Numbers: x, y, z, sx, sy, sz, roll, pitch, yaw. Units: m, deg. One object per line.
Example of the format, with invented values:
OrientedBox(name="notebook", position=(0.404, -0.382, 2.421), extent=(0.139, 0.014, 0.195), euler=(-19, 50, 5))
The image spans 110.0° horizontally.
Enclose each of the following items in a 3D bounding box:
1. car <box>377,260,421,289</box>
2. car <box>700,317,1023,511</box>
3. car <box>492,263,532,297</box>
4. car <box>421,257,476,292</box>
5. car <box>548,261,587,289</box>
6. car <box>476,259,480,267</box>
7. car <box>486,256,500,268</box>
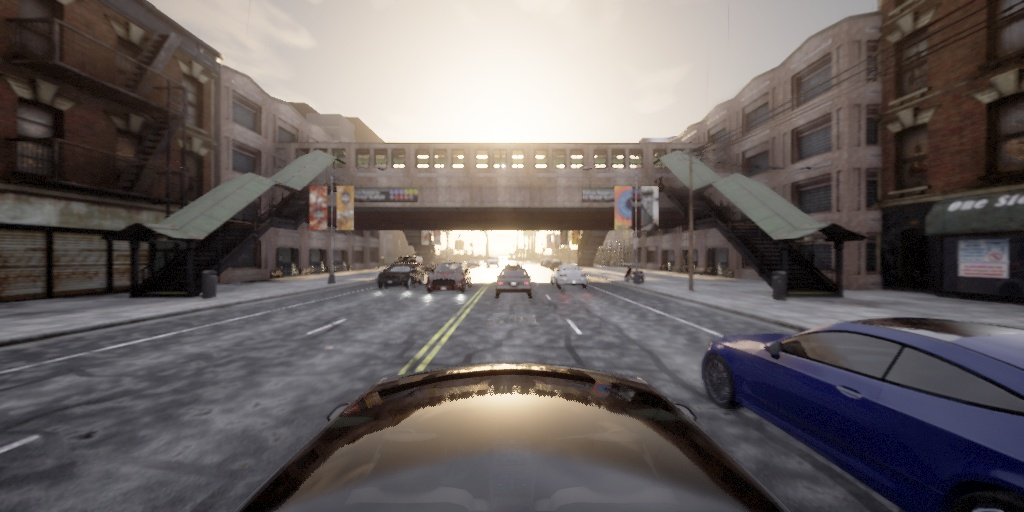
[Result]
OrientedBox(name="car", position=(-7.085, 1.232, 23.316), extent=(1.882, 1.535, 5.008), euler=(0, 0, 0))
OrientedBox(name="car", position=(3.607, 1.277, 3.190), extent=(1.812, 1.442, 4.674), euler=(0, 0, 0))
OrientedBox(name="car", position=(0.097, 1.302, 18.864), extent=(2.033, 1.411, 5.357), euler=(0, 0, 1))
OrientedBox(name="car", position=(-3.586, 1.107, 21.034), extent=(2.097, 1.767, 4.553), euler=(0, 0, 0))
OrientedBox(name="car", position=(3.625, 1.283, 23.215), extent=(1.812, 1.442, 4.674), euler=(0, 0, 0))
OrientedBox(name="car", position=(-6.837, 1.290, 64.361), extent=(1.812, 1.442, 4.674), euler=(0, 0, 1))
OrientedBox(name="car", position=(-3.342, 0.989, 63.168), extent=(2.150, 2.045, 5.566), euler=(0, 0, 1))
